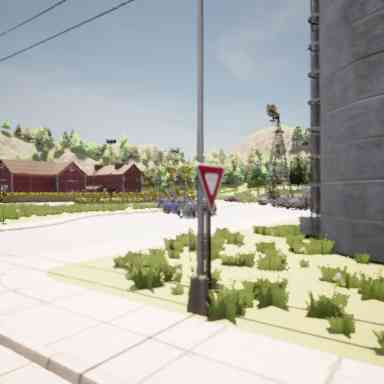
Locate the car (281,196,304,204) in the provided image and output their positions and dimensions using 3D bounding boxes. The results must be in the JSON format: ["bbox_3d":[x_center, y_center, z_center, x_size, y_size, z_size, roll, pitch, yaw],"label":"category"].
[{"bbox_3d":[20.226,1.521,66.892,4.193,1.474,1.816,0,0,35],"label":"car"}]

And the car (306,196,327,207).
[{"bbox_3d":[19.279,1.487,51.344,1.882,1.535,5.008,0,0,35],"label":"car"}]

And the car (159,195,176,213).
[{"bbox_3d":[-0.929,1.496,35.696,4.611,1.667,2.242,0,0,35],"label":"car"}]

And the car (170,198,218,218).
[{"bbox_3d":[0.533,1.504,30.572,2.128,1.511,4.902,0,0,35],"label":"car"}]

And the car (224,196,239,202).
[{"bbox_3d":[9.003,1.546,73.296,3.905,1.438,1.784,0,0,35],"label":"car"}]

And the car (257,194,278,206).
[{"bbox_3d":[12.957,1.328,55.523,3.866,1.878,1.905,0,0,35],"label":"car"}]

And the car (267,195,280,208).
[{"bbox_3d":[13.184,1.522,48.697,1.837,1.490,4.892,0,0,35],"label":"car"}]

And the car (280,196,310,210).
[{"bbox_3d":[13.670,1.557,43.153,2.033,1.411,5.357,0,0,35],"label":"car"}]

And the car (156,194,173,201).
[{"bbox_3d":[-3.745,1.336,54.780,4.605,1.855,1.932,0,0,35],"label":"car"}]
